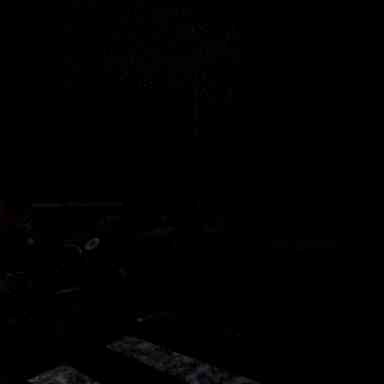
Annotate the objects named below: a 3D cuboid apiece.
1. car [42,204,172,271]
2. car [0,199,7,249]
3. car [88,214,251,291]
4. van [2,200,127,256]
[{"bbox_3d":[-2.220,1.458,11.202,2.185,1.767,4.553,-1,-1,39],"label":"car"},{"bbox_3d":[-6.507,1.378,14.652,2.435,2.045,5.566,-1,0,39],"label":"car"},{"bbox_3d":[-0.099,1.560,9.442,2.231,1.521,4.892,-1,-1,39],"label":"car"},{"bbox_3d":[-4.459,1.380,12.819,1.878,1.987,4.442,-1,-1,39],"label":"van"}]
